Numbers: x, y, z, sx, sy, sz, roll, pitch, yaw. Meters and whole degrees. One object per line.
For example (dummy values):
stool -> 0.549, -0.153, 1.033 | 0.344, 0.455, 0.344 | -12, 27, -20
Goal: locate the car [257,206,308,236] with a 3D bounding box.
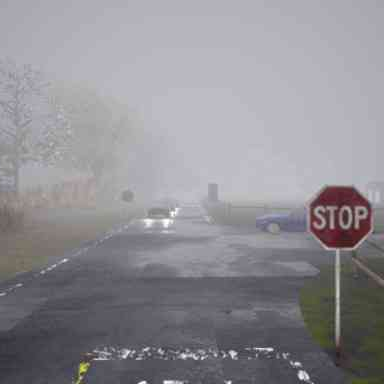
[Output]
car -> 5.912, 1.462, 17.316 | 5.008, 1.535, 1.882 | 0, 0, 13

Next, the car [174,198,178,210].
car -> -2.992, 1.475, 40.590 | 1.837, 1.490, 4.892 | 0, 0, 0

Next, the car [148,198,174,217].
car -> -2.961, 1.461, 31.067 | 1.882, 1.535, 5.008 | 0, 0, 0
